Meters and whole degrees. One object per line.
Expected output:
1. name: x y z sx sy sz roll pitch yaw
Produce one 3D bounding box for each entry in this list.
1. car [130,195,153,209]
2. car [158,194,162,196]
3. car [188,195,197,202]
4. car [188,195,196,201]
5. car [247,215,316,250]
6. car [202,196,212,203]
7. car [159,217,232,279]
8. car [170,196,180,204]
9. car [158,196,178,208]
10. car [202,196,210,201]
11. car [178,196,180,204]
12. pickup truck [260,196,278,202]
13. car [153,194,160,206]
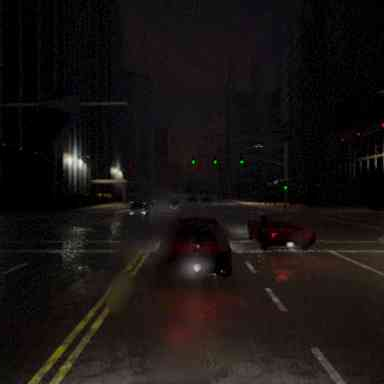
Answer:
1. car: -7.049 1.421 45.444 2.097 1.767 4.553 0 0 0
2. car: -6.942 1.321 66.005 2.150 2.045 5.566 0 0 0
3. car: 0.067 1.602 75.515 1.837 1.490 4.892 0 0 0
4. car: 0.076 1.507 85.899 1.994 1.385 4.181 0 0 0
5. car: 3.608 1.623 14.387 1.895 1.301 4.718 0 0 0
6. car: 3.567 1.593 75.838 1.882 1.535 5.008 0 0 0
7. car: 0.098 1.520 10.114 1.837 1.490 4.892 0 0 0
8. car: -3.439 1.582 68.837 1.882 1.535 5.008 0 0 0
9. car: -3.536 1.639 49.426 1.994 1.385 4.181 0 0 0
10. car: 3.576 1.683 86.001 1.994 1.385 4.181 0 0 0
11. car: -3.500 1.690 58.715 1.895 1.301 4.718 0 0 0
12. pickup truck: 16.684 1.167 71.332 2.390 2.098 6.274 0 0 31
13. car: -7.022 1.589 55.598 1.837 1.490 4.892 0 0 0
